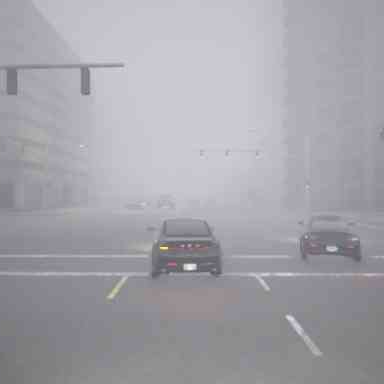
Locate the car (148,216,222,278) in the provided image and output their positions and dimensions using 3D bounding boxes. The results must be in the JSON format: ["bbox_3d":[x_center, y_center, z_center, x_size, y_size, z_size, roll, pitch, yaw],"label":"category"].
[{"bbox_3d":[-0.320,1.508,10.222,1.837,1.490,4.892,1,0,-6],"label":"car"}]

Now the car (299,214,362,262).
[{"bbox_3d":[4.936,1.528,12.134,1.812,1.442,4.674,0,0,19],"label":"car"}]

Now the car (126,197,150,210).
[{"bbox_3d":[-7.093,1.559,42.599,2.033,1.411,5.357,0,0,0],"label":"car"}]

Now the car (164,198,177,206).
[{"bbox_3d":[-3.544,1.616,55.813,1.895,1.301,4.718,0,0,1],"label":"car"}]

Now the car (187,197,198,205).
[{"bbox_3d":[0.100,1.580,61.328,1.994,1.385,4.181,0,0,0],"label":"car"}]

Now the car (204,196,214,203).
[{"bbox_3d":[3.511,1.522,67.193,1.837,1.490,4.892,0,0,0],"label":"car"}]

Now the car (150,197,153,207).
[{"bbox_3d":[-7.064,1.492,52.422,1.882,1.535,5.008,0,0,0],"label":"car"}]

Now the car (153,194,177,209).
[{"bbox_3d":[-3.598,1.234,45.839,2.150,2.045,5.566,0,0,1],"label":"car"}]
